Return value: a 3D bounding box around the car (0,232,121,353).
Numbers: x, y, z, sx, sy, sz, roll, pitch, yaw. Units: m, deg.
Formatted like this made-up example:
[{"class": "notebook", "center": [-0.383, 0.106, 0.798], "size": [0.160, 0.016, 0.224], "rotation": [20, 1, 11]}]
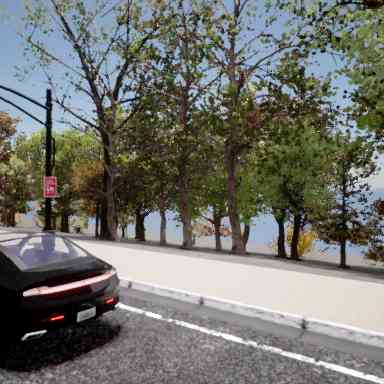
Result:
[{"class": "car", "center": [-3.403, 1.490, 6.093], "size": [4.902, 1.511, 2.128], "rotation": [0, 0, 37]}]
